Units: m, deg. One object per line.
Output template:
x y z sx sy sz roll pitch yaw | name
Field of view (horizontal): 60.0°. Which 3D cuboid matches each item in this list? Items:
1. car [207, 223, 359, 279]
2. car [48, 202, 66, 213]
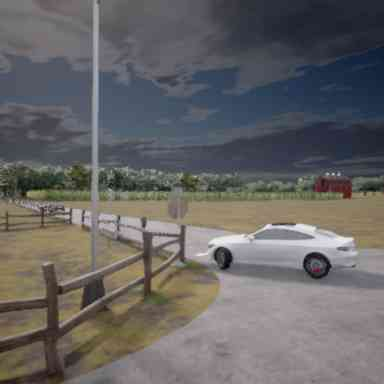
2.745 1.721 10.658 4.674 1.442 1.812 -1 -1 28 | car
-19.644 2.184 48.202 2.033 1.411 5.357 -1 0 -31 | car
